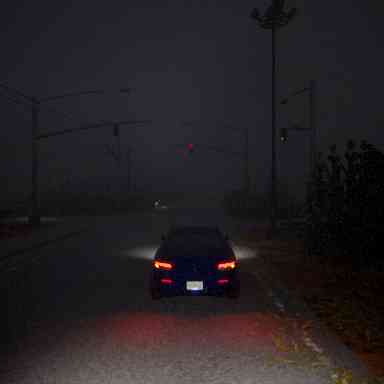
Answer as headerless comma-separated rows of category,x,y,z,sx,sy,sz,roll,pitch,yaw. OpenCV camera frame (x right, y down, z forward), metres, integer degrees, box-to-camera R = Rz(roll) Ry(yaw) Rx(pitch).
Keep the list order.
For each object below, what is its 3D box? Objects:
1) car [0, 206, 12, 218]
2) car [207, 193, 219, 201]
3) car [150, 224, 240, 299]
car,-17.185,1.443,26.781,5.008,1.535,1.882,0,0,3
car,3.695,0.881,58.779,1.895,1.301,4.718,0,0,8
car,0.073,1.526,8.313,1.812,1.442,4.674,0,0,1
